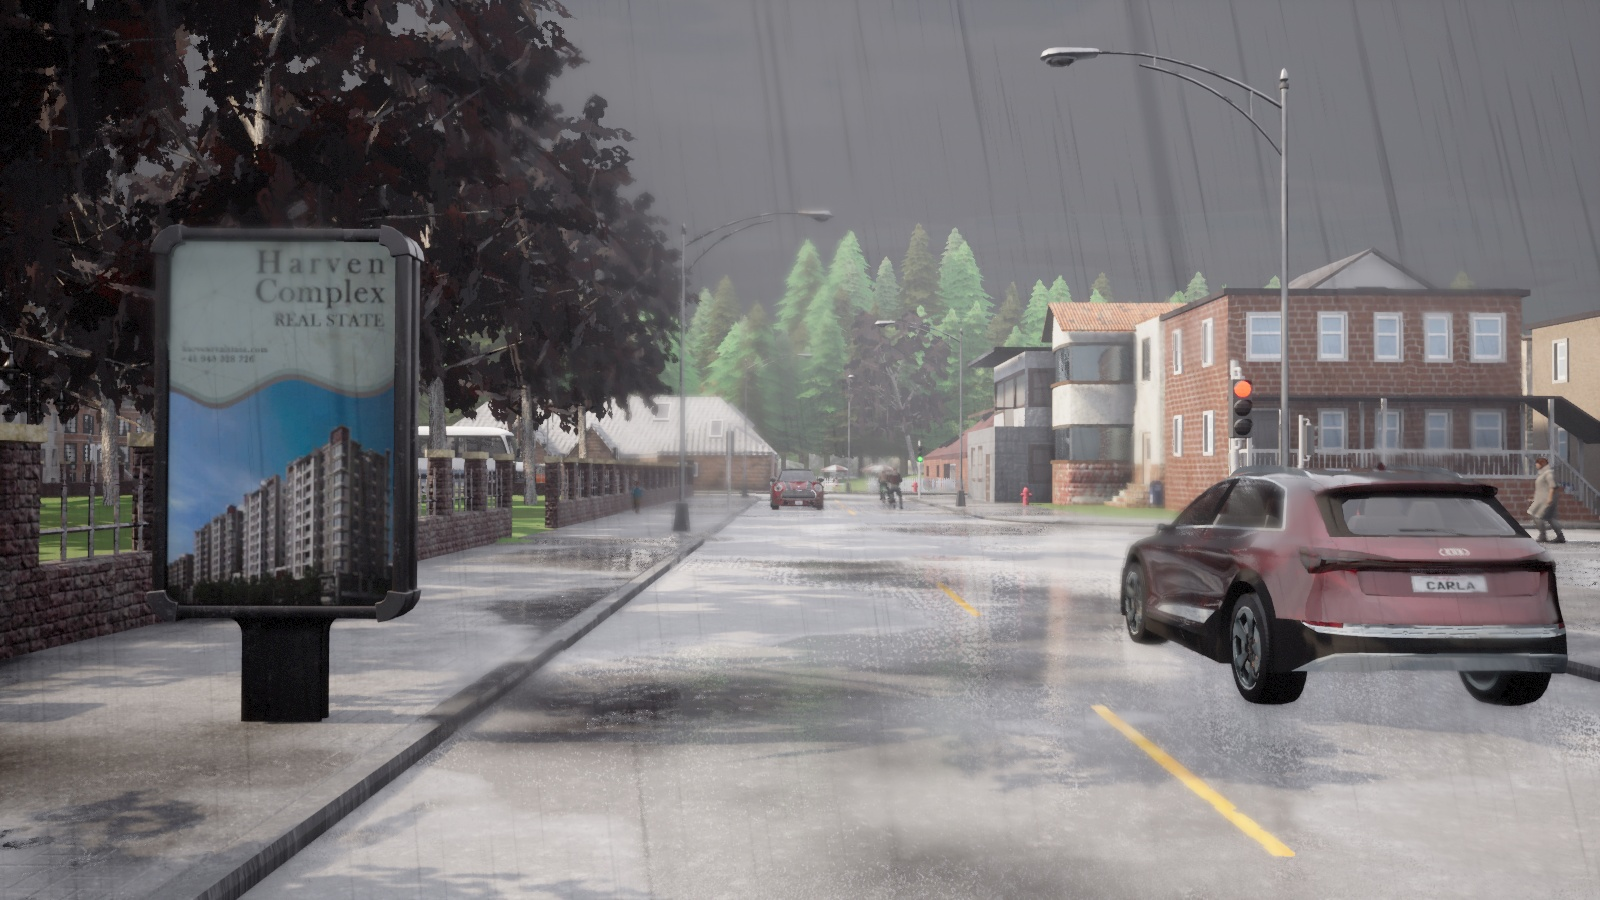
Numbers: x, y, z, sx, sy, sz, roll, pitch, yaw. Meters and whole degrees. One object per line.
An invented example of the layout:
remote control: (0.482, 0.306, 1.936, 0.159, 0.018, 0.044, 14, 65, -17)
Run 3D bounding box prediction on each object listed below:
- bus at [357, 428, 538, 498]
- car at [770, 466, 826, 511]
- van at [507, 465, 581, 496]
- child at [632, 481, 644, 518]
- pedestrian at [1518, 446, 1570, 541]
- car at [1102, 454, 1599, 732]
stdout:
bus: (-21.913, 0.843, 78.646, 10.273, 4.253, 3.944, 0, -1, -1)
car: (-0.128, 1.538, 51.574, 2.097, 1.767, 4.553, 0, -1, -3)
van: (-16.812, 2.018, 82.601, 4.442, 1.987, 1.775, 0, -1, 3)
child: (-5.318, 1.616, 41.198, 0.343, 1.192, 0.448, 0, -1, 0)
pedestrian: (15.640, 0.904, 26.414, 0.873, 1.952, 0.659, -1, -1, 27)
car: (3.990, 0.895, 9.939, 2.033, 1.649, 4.856, 0, -1, 0)
